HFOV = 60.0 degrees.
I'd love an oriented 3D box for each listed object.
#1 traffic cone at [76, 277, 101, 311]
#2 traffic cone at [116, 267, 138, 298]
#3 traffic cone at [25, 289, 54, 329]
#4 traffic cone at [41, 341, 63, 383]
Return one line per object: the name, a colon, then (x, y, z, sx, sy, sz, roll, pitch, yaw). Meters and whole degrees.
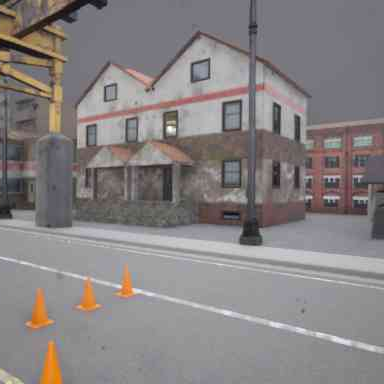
traffic cone: (-2.011, 1.951, 6.475, 0.340, 0.580, 0.340, 0, 0, 36)
traffic cone: (-1.426, 1.951, 7.286, 0.340, 0.580, 0.340, 0, 0, 36)
traffic cone: (-2.596, 1.951, 5.664, 0.340, 0.580, 0.340, 0, 0, 36)
traffic cone: (-1.558, 1.953, 3.683, 0.340, 0.580, 0.340, 0, 0, 36)
